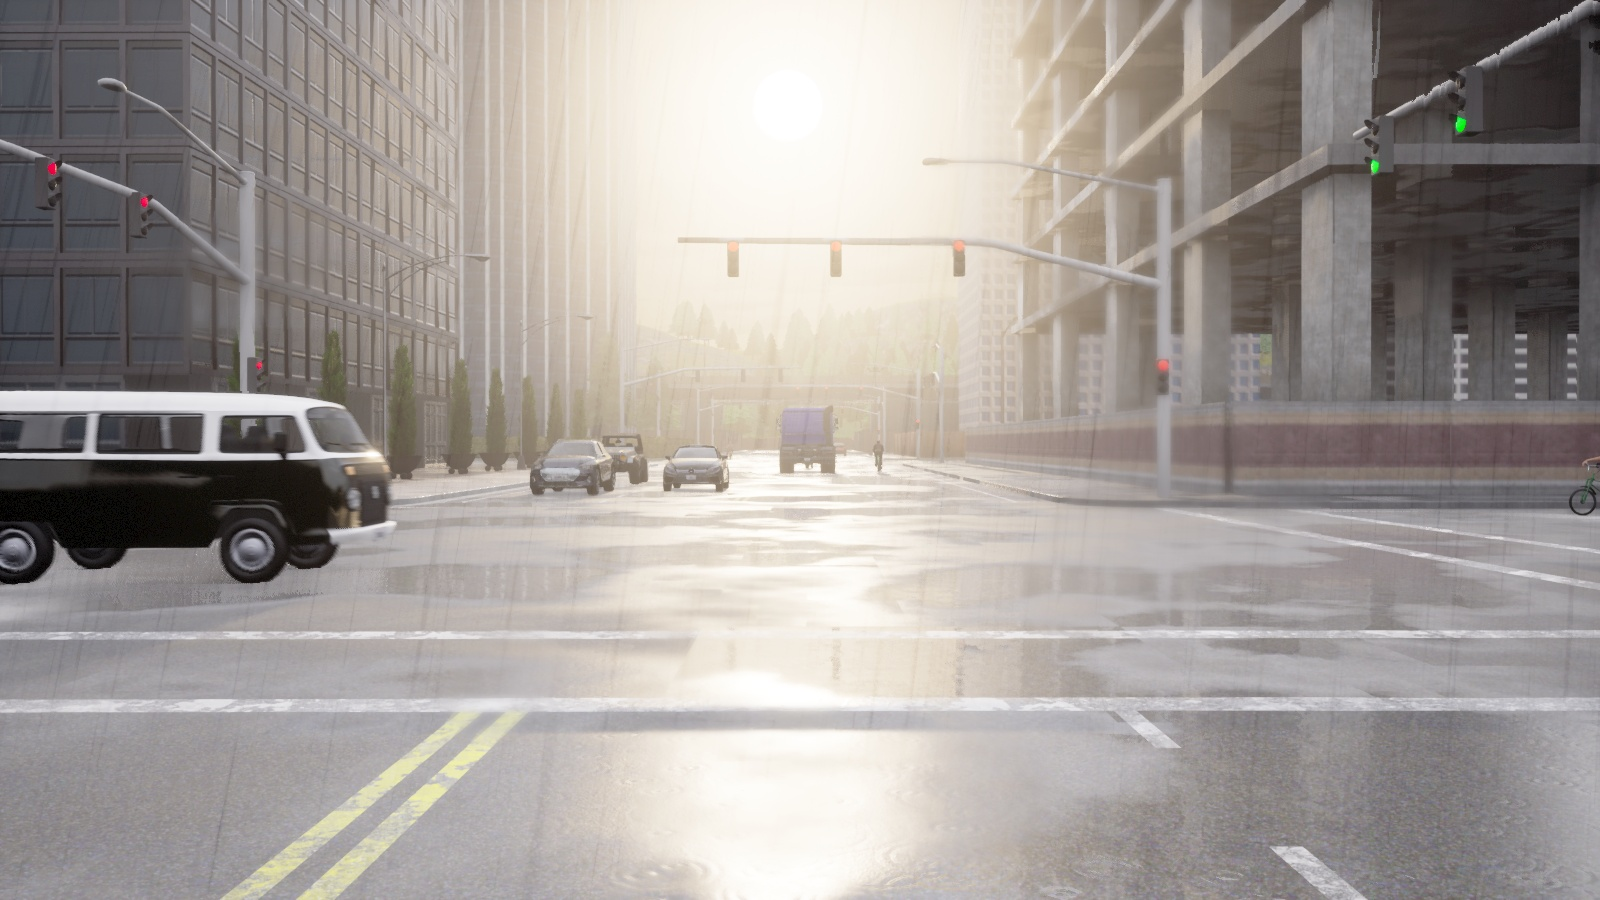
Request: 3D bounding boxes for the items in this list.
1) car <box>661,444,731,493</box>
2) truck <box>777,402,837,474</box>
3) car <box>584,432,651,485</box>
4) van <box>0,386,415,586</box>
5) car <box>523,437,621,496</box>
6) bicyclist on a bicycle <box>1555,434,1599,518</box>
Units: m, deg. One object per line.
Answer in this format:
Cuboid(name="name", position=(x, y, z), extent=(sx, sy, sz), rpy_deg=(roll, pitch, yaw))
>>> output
Cuboid(name="car", position=(-3.261, 0.543, 40.083), extent=(1.812, 1.442, 4.674), rpy_deg=(0, 0, 0))
Cuboid(name="truck", position=(0.376, -0.599, 64.556), extent=(2.891, 3.462, 7.936), rpy_deg=(0, 0, 0))
Cuboid(name="car", position=(-6.725, 0.274, 46.538), extent=(1.905, 1.878, 3.866), rpy_deg=(0, 0, 0))
Cuboid(name="van", position=(-6.796, 0.359, 13.824), extent=(4.480, 2.038, 2.069), rpy_deg=(0, 0, -1))
Cuboid(name="car", position=(-6.774, 0.457, 37.851), extent=(2.033, 1.649, 4.856), rpy_deg=(0, 0, 0))
Cuboid(name="bicyclist on a bicycle", position=(15.731, 0.502, 24.463), extent=(1.509, 1.612, 0.866), rpy_deg=(0, 0, 0))
